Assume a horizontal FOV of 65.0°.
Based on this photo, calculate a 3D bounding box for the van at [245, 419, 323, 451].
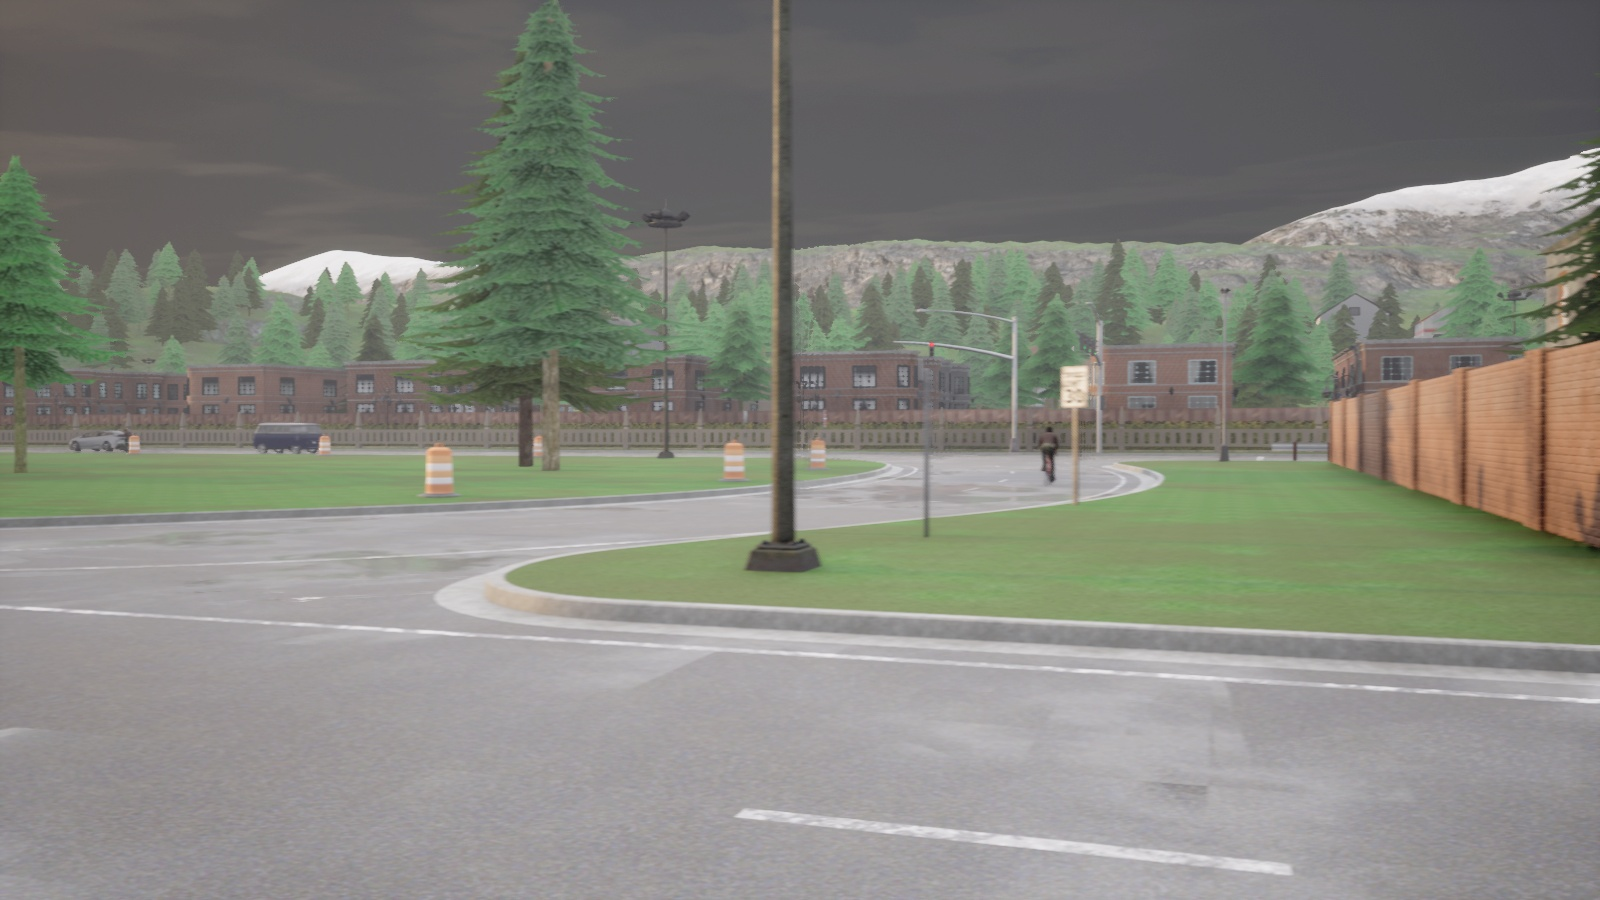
[{"bbox_3d":[-32.516,-0.973,79.106,4.442,1.987,1.775,1,1,18],"label":"van"}]
